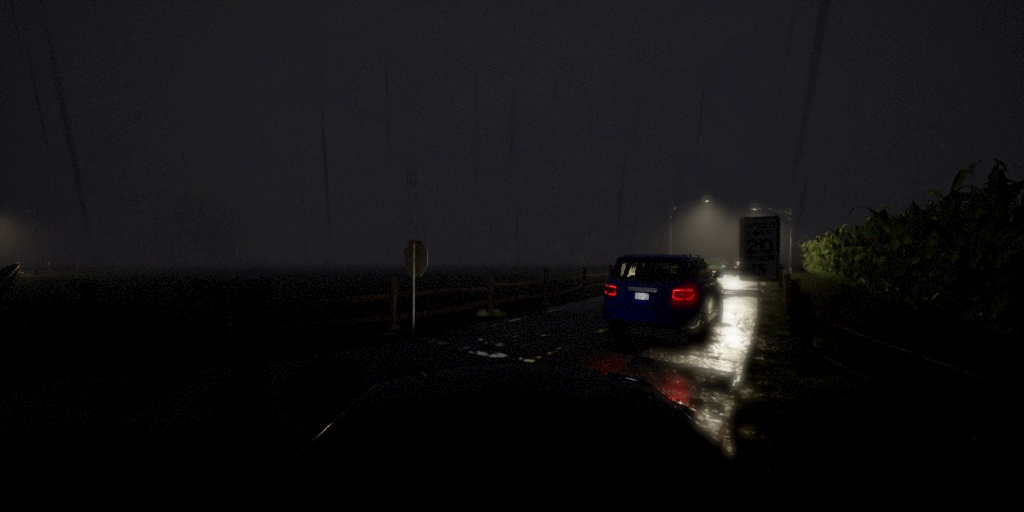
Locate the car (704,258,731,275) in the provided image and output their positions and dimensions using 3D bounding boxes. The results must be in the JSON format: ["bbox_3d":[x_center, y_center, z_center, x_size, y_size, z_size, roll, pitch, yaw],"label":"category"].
[{"bbox_3d":[22.948,1.105,40.031,2.097,1.767,4.553,0,0,36],"label":"car"}]

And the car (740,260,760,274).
[{"bbox_3d":[28.963,1.298,43.603,1.812,1.442,4.674,0,0,36],"label":"car"}]

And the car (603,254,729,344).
[{"bbox_3d":[4.413,0.971,9.981,2.150,2.045,5.566,0,0,36],"label":"car"}]

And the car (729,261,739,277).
[{"bbox_3d":[22.843,1.257,35.135,2.128,1.511,4.902,0,0,37],"label":"car"}]
